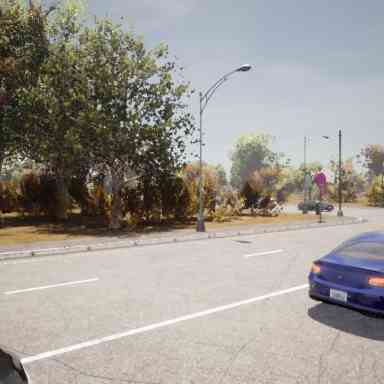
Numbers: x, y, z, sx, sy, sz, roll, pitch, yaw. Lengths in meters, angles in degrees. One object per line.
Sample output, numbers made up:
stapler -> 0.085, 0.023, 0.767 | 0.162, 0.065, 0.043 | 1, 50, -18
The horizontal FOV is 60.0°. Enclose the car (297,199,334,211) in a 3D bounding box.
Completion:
car -> 14.616, 1.564, 39.447 | 1.994, 1.385, 4.181 | 0, 0, -32

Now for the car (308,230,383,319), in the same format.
car -> 4.276, 1.526, 6.801 | 4.674, 1.442, 1.812 | 0, 0, -36

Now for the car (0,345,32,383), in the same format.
car -> -3.324, 1.492, 1.375 | 4.902, 1.511, 2.128 | 0, 0, -35

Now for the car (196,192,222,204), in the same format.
car -> 3.142, 1.068, 64.503 | 2.150, 2.045, 5.566 | 0, 1, -33

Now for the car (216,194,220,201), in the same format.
car -> 3.987, 1.459, 56.270 | 1.812, 1.442, 4.674 | 0, 1, -32
